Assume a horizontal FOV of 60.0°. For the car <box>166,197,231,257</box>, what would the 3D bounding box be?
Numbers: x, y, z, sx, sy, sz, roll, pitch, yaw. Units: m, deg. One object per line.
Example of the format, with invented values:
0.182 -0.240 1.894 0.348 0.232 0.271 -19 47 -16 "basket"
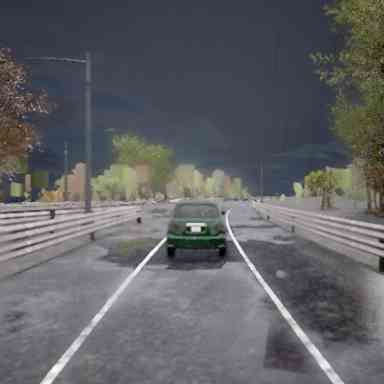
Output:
0.237 1.343 13.681 2.150 2.045 5.566 0 0 2 "car"
